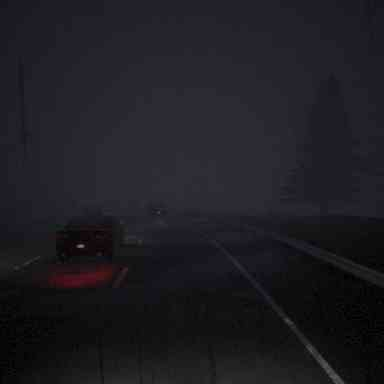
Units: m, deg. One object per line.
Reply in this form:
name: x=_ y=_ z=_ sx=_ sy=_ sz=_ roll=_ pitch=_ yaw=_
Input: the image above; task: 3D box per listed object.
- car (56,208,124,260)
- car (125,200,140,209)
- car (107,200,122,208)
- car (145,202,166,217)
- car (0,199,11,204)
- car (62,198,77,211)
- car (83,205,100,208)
car: x=-3.888 y=1.641 z=13.354 sx=1.882 sy=1.535 sz=5.008 roll=0 pitch=0 yaw=-5
car: x=-10.337 y=2.114 z=57.789 sx=1.882 sy=1.535 sz=5.008 roll=0 pitch=-1 yaw=-21
car: x=-12.577 y=2.129 z=53.882 sx=1.837 sy=1.490 sz=4.892 roll=1 pitch=-1 yaw=-20
car: x=-3.991 y=1.882 z=36.542 sx=1.837 sy=1.490 sz=4.892 roll=1 pitch=-1 yaw=-13
car: x=-39.906 y=2.292 z=71.141 sx=1.837 sy=1.490 sz=4.892 roll=0 pitch=-1 yaw=-30
car: x=-19.760 y=1.918 z=53.768 sx=2.150 sy=2.045 sz=5.566 roll=0 pitch=-1 yaw=-22
car: x=-10.533 y=2.030 z=34.932 sx=1.895 sy=1.301 sz=4.718 roll=0 pitch=-1 yaw=-13
